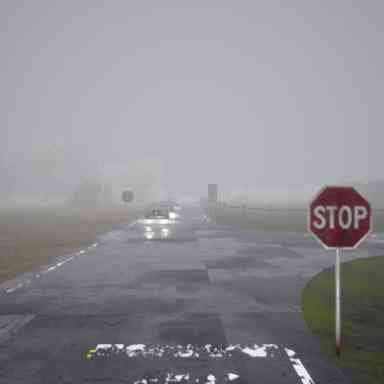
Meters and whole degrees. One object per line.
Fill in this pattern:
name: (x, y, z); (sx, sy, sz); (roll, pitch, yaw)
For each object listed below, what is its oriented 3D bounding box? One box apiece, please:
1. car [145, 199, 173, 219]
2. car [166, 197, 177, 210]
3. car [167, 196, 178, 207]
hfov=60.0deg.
car: (-3.001, 1.589, 29.717); (1.994, 1.385, 4.181); (0, 0, -1)
car: (-3.114, 1.642, 39.833); (1.895, 1.301, 4.718); (0, 0, -1)
car: (-3.266, 1.415, 52.000); (2.097, 1.767, 4.553); (0, 0, -2)
